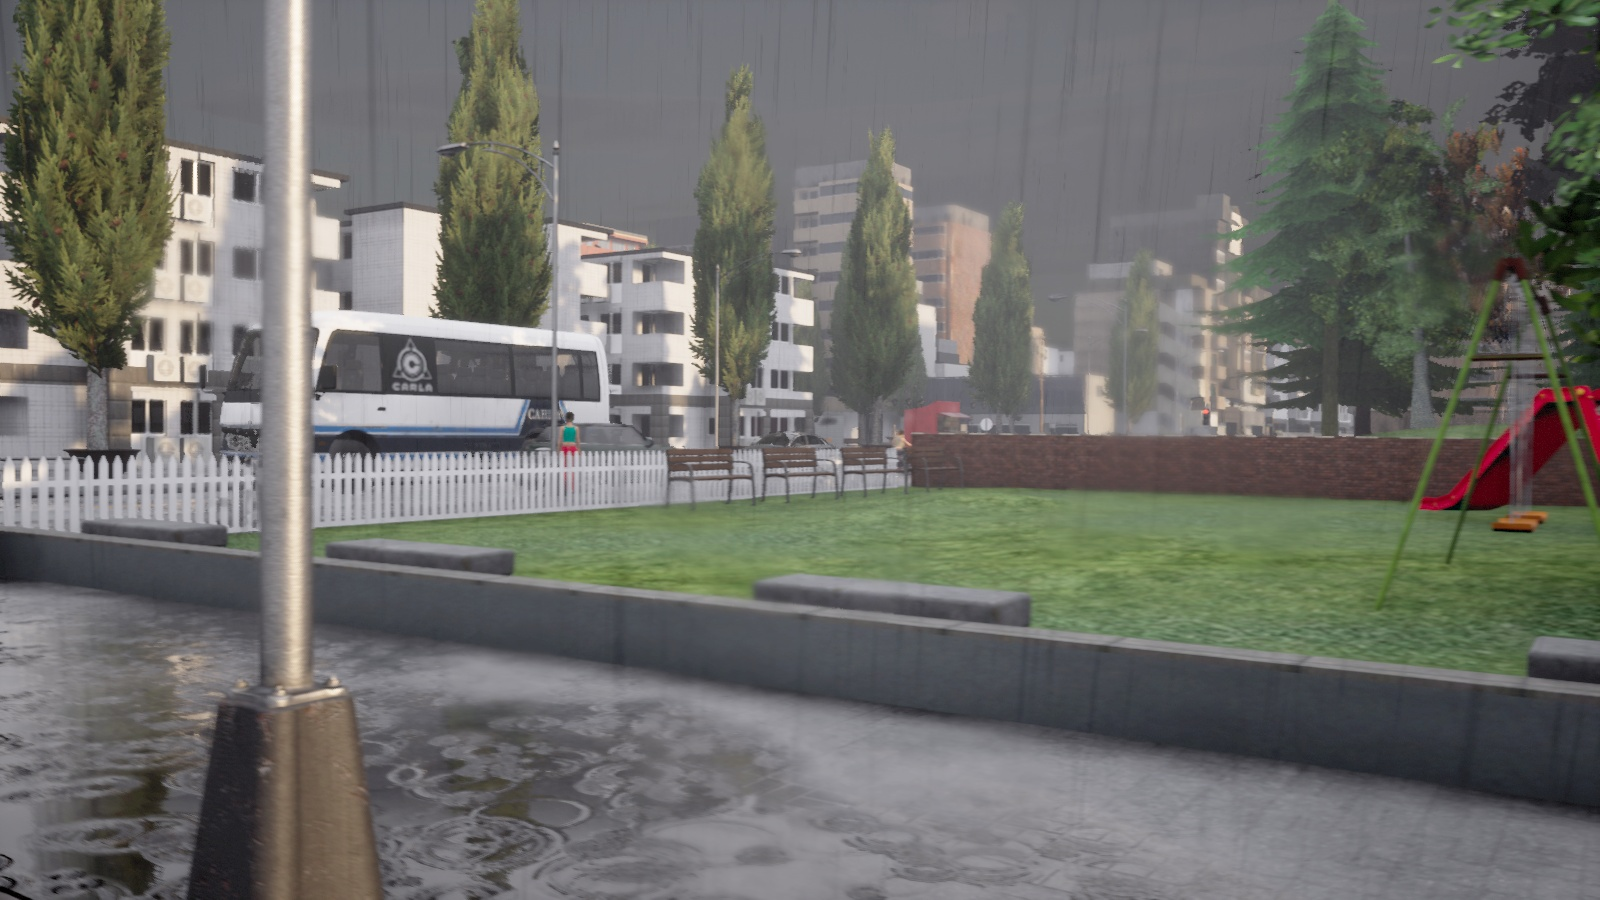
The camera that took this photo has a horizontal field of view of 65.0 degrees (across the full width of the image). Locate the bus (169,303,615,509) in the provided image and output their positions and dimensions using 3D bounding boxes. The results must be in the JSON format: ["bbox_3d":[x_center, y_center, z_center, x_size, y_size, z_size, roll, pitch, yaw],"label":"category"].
[{"bbox_3d":[-9.585,-0.984,31.269,3.944,4.253,10.273,0,1,34],"label":"bus"}]

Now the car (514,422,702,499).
[{"bbox_3d":[-4.701,0.205,31.383,2.097,1.767,4.553,0,1,34],"label":"car"}]

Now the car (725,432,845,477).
[{"bbox_3d":[-0.471,0.129,44.930,1.837,1.490,4.892,0,1,34],"label":"car"}]

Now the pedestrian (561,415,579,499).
[{"bbox_3d":[-5.088,0.159,27.805,0.345,1.836,0.594,-1,1,-13],"label":"pedestrian"}]
